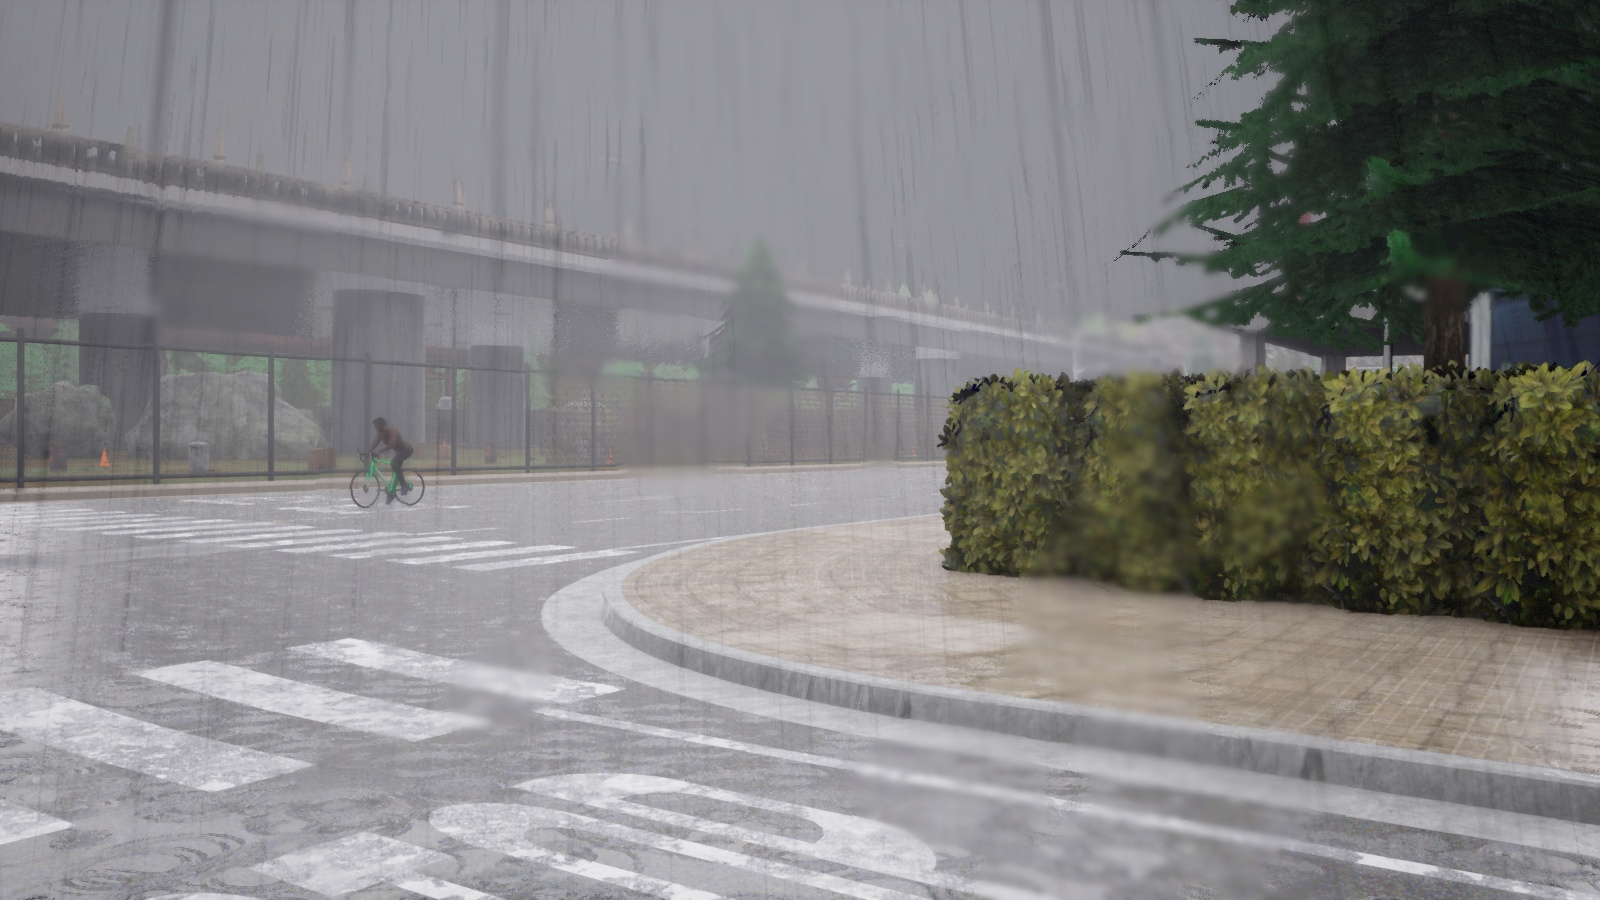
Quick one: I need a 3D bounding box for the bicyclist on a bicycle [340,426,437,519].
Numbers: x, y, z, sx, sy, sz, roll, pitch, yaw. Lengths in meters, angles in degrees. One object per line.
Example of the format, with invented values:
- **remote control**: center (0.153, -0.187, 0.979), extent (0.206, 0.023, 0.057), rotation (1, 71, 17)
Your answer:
- **bicyclist on a bicycle**: center (-7.515, 0.383, 22.973), extent (0.582, 1.620, 1.656), rotation (0, 1, 33)
